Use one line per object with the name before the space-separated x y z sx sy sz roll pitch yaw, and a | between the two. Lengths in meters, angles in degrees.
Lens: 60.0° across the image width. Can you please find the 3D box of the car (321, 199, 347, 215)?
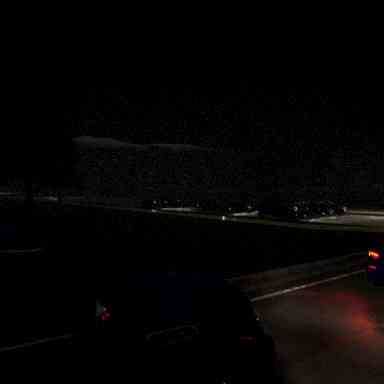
car | 13.119 1.492 33.607 2.128 1.511 4.902 0 0 -36

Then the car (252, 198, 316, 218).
car | 7.895 1.352 28.892 2.097 1.767 4.553 0 0 -36

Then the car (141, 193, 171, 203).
car | -5.463 1.352 47.218 2.097 1.767 4.553 0 0 -35

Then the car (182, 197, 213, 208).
car | 0.762 1.547 50.544 2.033 1.411 5.357 0 0 -36

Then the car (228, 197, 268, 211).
car | 6.985 1.492 41.998 2.128 1.511 4.902 0 0 -36

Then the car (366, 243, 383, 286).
car | 6.039 1.526 8.071 4.674 1.442 1.812 0 0 -35

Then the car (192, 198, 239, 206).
car | 2.499 1.505 36.273 1.837 1.490 4.892 0 0 -36

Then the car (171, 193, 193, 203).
car | -2.688 1.218 49.350 2.150 2.045 5.566 0 0 -36

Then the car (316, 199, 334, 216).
car | 10.404 1.601 31.388 1.895 1.301 4.718 0 0 -36

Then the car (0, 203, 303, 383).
car | -1.855 1.221 2.422 5.566 2.045 2.150 0 0 -35

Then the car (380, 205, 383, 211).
car | 22.440 1.601 34.753 1.895 1.301 4.718 0 0 -36

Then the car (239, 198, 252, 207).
car | 4.940 1.491 38.863 2.128 1.511 4.902 0 0 -36
